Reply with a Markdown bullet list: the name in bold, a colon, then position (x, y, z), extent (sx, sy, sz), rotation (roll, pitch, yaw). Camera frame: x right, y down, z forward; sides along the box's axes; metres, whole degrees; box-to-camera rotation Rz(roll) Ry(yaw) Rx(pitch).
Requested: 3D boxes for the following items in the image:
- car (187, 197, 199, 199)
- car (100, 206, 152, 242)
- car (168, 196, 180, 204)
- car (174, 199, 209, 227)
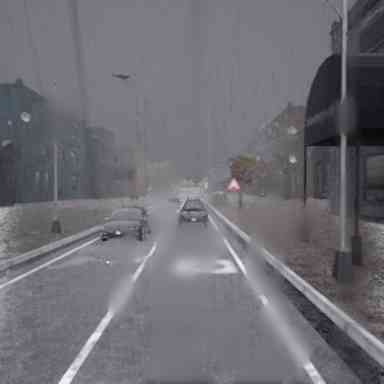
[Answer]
- **car**: position (0.103, 1.337, 40.798), extent (2.128, 1.511, 4.902), rotation (0, 0, 0)
- **car**: position (-3.096, 1.477, 16.398), extent (1.837, 1.490, 4.892), rotation (0, 0, 0)
- **car**: position (-3.037, 1.317, 57.035), extent (2.033, 1.411, 5.357), rotation (0, 0, 1)
- **car**: position (0.103, 1.444, 22.500), extent (2.128, 1.511, 4.902), rotation (0, 0, 0)
